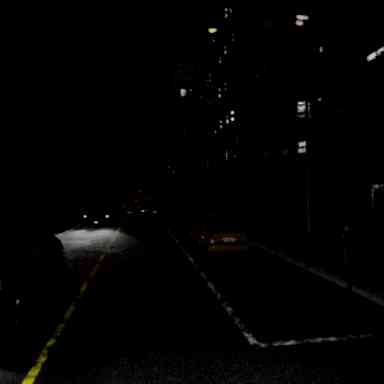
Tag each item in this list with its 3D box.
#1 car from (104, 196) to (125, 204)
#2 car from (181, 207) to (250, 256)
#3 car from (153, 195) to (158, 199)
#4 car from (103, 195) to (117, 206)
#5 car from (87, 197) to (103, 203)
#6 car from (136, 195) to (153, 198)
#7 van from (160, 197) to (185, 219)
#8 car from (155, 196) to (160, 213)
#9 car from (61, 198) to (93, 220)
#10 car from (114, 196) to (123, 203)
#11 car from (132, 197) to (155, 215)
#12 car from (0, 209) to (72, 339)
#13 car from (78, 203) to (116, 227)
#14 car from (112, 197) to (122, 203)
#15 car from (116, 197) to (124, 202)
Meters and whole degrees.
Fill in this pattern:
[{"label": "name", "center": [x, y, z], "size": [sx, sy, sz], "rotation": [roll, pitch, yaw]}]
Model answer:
[{"label": "car", "center": [-8.987, 1.327, 39.722], "size": [1.994, 1.385, 4.181], "rotation": [-1, 0, -9]}, {"label": "car", "center": [0.865, 1.530, 13.122], "size": [1.752, 1.417, 4.829], "rotation": [0, 0, -9]}, {"label": "car", "center": [-7.423, 1.536, 69.058], "size": [2.097, 1.767, 4.553], "rotation": [-1, 0, -9]}, {"label": "car", "center": [-14.965, 1.580, 60.949], "size": [2.192, 1.841, 5.009], "rotation": [0, 0, -9]}, {"label": "car", "center": [-11.599, 1.506, 39.051], "size": [2.192, 1.841, 5.009], "rotation": [0, 0, -9]}, {"label": "car", "center": [-6.935, 1.367, 46.212], "size": [2.150, 2.045, 5.566], "rotation": [-1, 0, -8]}, {"label": "van", "center": [-1.634, 1.396, 29.378], "size": [1.690, 1.788, 3.998], "rotation": [0, 0, -9]}, {"label": "car", "center": [-2.475, 1.512, 34.853], "size": [1.967, 1.590, 4.097], "rotation": [0, 0, -9]}, {"label": "car", "center": [-9.915, 1.595, 28.102], "size": [1.967, 1.590, 4.097], "rotation": [0, 0, -9]}, {"label": "car", "center": [-18.329, 1.786, 82.846], "size": [1.967, 1.590, 4.097], "rotation": [0, 0, -9]}, {"label": "car", "center": [-5.181, 1.612, 35.036], "size": [1.837, 1.490, 4.892], "rotation": [-1, 0, -8]}, {"label": "car", "center": [-3.983, 1.409, 6.519], "size": [2.097, 1.767, 4.553], "rotation": [-1, 0, -9]}, {"label": "car", "center": [-6.706, 1.712, 24.298], "size": [1.895, 1.301, 4.718], "rotation": [-1, 0, -9]}, {"label": "car", "center": [-17.487, 1.891, 77.371], "size": [1.947, 1.339, 4.313], "rotation": [0, 0, -9]}, {"label": "car", "center": [-19.170, 1.949, 88.320], "size": [1.802, 1.307, 4.206], "rotation": [0, 0, -9]}]
